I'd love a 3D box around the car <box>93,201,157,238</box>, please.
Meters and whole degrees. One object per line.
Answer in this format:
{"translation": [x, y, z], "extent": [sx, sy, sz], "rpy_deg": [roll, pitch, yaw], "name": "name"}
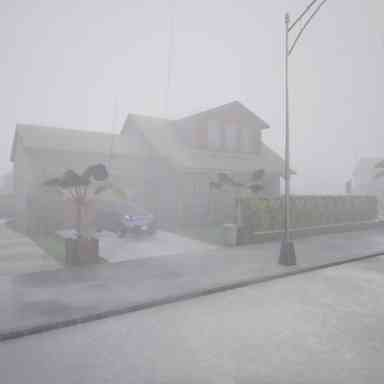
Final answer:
{"translation": [-3.094, 1.174, 15.242], "extent": [1.845, 1.501, 3.633], "rpy_deg": [0, 0, -38], "name": "car"}
